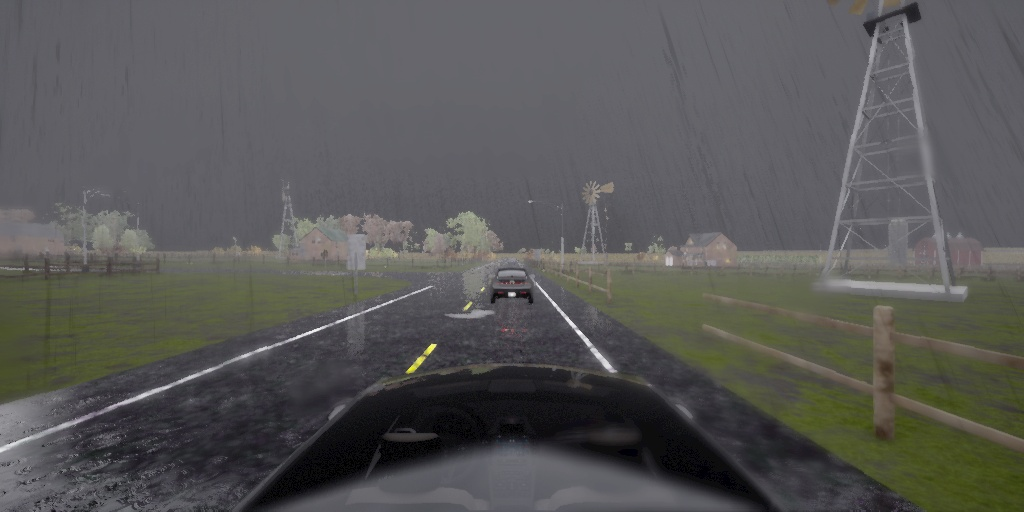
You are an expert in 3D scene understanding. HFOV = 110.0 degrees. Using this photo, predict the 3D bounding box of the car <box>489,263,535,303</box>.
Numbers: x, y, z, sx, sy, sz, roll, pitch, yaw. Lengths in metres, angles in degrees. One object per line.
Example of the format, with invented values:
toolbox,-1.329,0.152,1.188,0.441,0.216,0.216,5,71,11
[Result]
car,0.000,1.261,16.502,1.837,1.490,4.892,0,0,0
